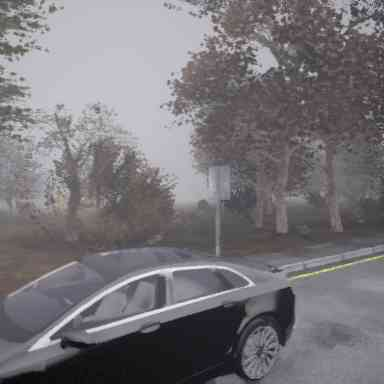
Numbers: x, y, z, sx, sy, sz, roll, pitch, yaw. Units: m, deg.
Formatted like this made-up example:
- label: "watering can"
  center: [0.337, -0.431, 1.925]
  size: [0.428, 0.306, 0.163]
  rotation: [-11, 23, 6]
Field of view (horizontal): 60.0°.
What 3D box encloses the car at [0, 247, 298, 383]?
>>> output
- label: "car"
  center: [-0.855, 1.482, 3.811]
  size: [4.902, 1.511, 2.128]
  rotation: [0, 0, -35]
